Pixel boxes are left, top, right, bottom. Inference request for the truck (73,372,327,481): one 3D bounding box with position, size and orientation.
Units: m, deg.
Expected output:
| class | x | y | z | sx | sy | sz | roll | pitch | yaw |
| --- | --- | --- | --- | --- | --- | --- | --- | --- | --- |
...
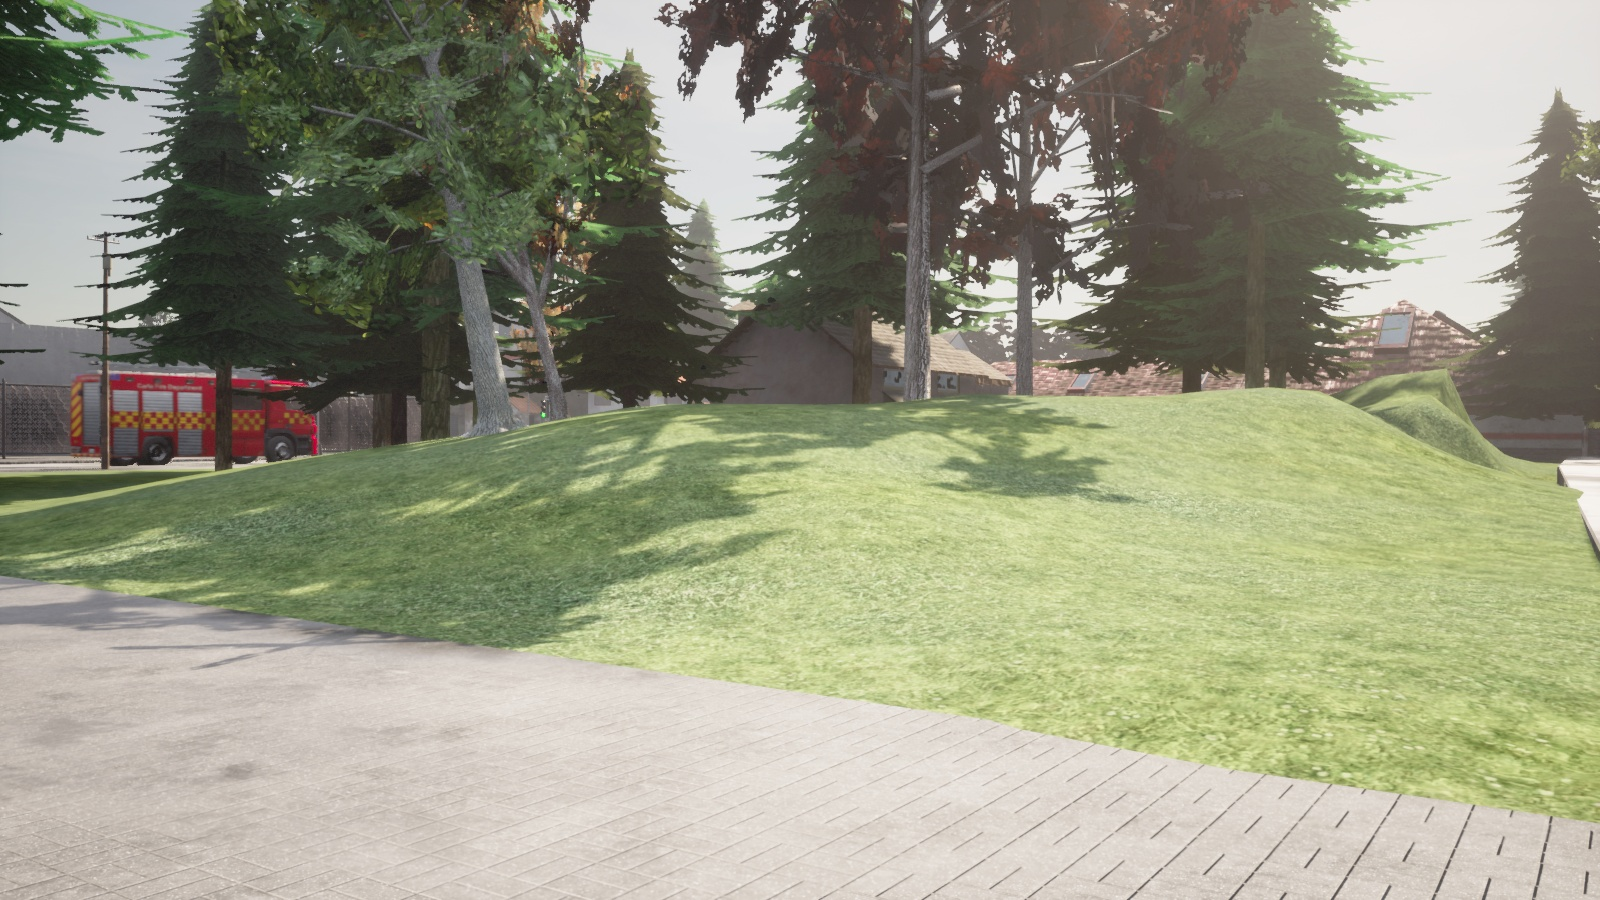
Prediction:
| class | x | y | z | sx | sy | sz | roll | pitch | yaw |
| --- | --- | --- | --- | --- | --- | --- | --- | --- | --- |
| truck | -22.762 | -0.886 | 48.210 | 2.891 | 3.827 | 8.468 | 0 | 1 | 34 |
